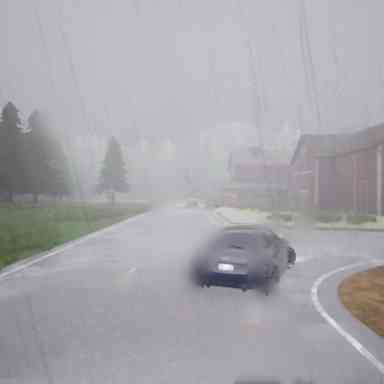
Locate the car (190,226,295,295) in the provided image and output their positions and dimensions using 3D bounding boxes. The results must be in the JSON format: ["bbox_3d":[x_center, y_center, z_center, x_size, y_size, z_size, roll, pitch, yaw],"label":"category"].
[{"bbox_3d":[1.531,1.616,9.115,1.994,1.385,4.181,0,0,23],"label":"car"}]

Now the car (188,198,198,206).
[{"bbox_3d":[0.117,1.847,62.914,1.882,1.535,5.008,0,0,0],"label":"car"}]

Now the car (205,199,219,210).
[{"bbox_3d":[2.985,1.746,49.545,1.816,1.474,4.193,-6,0,-2],"label":"car"}]
